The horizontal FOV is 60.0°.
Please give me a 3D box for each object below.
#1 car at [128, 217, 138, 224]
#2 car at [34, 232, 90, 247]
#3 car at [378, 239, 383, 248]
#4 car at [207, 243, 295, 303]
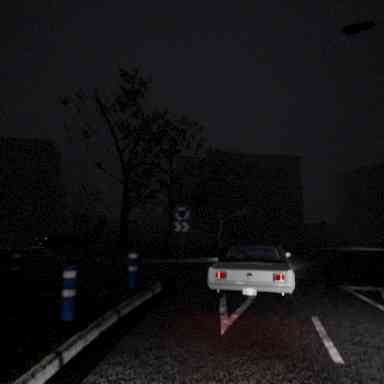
[{"bbox_3d":[-12.895,6.131,72.860,1.812,1.442,4.674,1,0,-4],"label":"car"},{"bbox_3d":[-12.077,4.420,31.073,1.895,1.301,4.718,-5,-8,36],"label":"car"},{"bbox_3d":[20.281,4.835,31.840,4.718,1.301,1.895,4,-7,-19],"label":"car"},{"bbox_3d":[1.774,2.060,9.237,1.895,1.301,4.718,-1,-6,14],"label":"car"}]
